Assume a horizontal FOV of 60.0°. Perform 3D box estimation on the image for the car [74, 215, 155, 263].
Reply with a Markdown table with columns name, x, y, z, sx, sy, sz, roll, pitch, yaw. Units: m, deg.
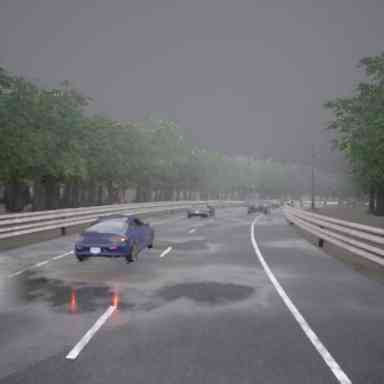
| name | x | y | z | sx | sy | sz | roll | pitch | yaw |
| --- | --- | --- | --- | --- | --- | --- | --- | --- | --- |
| car | -2.612 | 1.560 | 12.058 | 1.812 | 1.442 | 4.674 | 0 | 0 | 6 |

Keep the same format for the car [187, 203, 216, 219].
| name | x | y | z | sx | sy | sz | roll | pitch | yaw |
| --- | --- | --- | --- | --- | --- | --- | --- | --- | --- |
| car | 0.946 | 1.713 | 31.135 | 1.994 | 1.385 | 4.181 | 0 | 0 | 15 |

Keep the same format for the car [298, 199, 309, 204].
| name | x | y | z | sx | sy | sz | roll | pitch | yaw |
| --- | --- | --- | --- | --- | --- | --- | --- | --- | --- |
| car | 24.917 | 2.282 | 72.965 | 1.837 | 1.490 | 4.892 | 0 | -1 | 38 |

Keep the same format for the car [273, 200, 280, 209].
| name | x | y | z | sx | sy | sz | roll | pitch | yaw |
| --- | --- | --- | --- | --- | --- | --- | --- | --- | --- |
| car | 12.903 | 1.971 | 54.044 | 2.128 | 1.511 | 4.902 | 0 | -1 | 29 |

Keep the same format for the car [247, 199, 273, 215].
| name | x | y | z | sx | sy | sz | roll | pitch | yaw |
| --- | --- | --- | --- | --- | --- | --- | --- | --- | --- |
| car | 7.609 | 1.600 | 37.642 | 2.097 | 1.767 | 4.553 | 0 | -1 | 19 |
